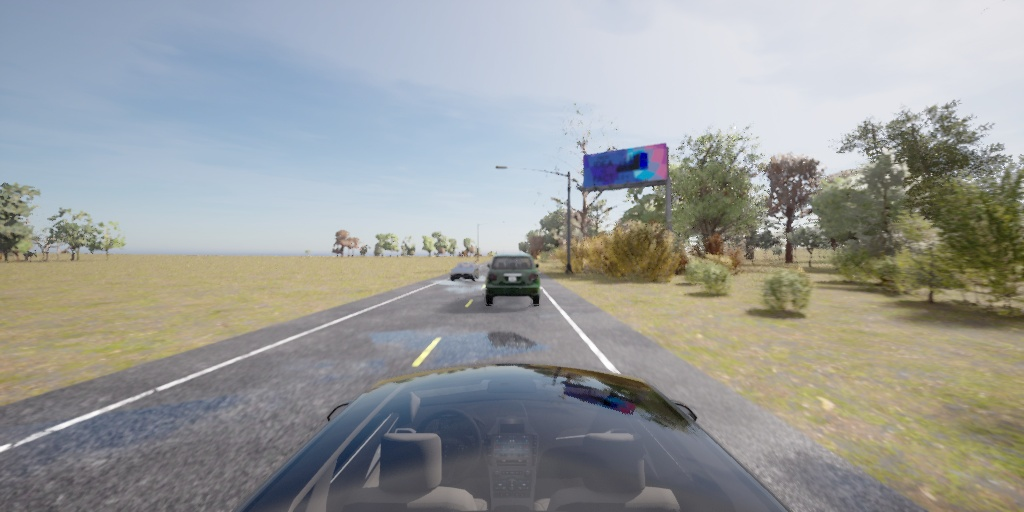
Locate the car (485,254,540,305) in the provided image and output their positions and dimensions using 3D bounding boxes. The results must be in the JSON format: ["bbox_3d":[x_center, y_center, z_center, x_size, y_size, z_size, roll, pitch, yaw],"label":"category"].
[{"bbox_3d":[0.042,0.908,15.773,2.150,2.045,5.566,0,1,1],"label":"car"}]

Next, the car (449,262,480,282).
[{"bbox_3d":[-3.519,1.177,27.737,2.033,1.411,5.357,0,0,0],"label":"car"}]
